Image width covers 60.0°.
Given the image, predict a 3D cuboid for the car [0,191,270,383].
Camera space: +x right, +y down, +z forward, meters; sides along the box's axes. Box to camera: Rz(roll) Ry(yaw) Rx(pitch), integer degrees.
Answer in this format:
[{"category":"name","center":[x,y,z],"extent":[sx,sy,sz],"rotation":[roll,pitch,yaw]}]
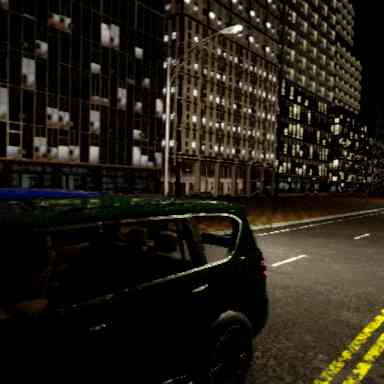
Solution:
[{"category":"car","center":[-1.397,1.088,2.970],"extent":[2.150,2.045,5.566],"rotation":[3,2,42]}]

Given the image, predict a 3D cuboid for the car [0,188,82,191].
[{"category":"car","center":[-3.771,0.960,5.185],"extent":[2.150,2.045,5.566],"rotation":[3,2,42]}]
